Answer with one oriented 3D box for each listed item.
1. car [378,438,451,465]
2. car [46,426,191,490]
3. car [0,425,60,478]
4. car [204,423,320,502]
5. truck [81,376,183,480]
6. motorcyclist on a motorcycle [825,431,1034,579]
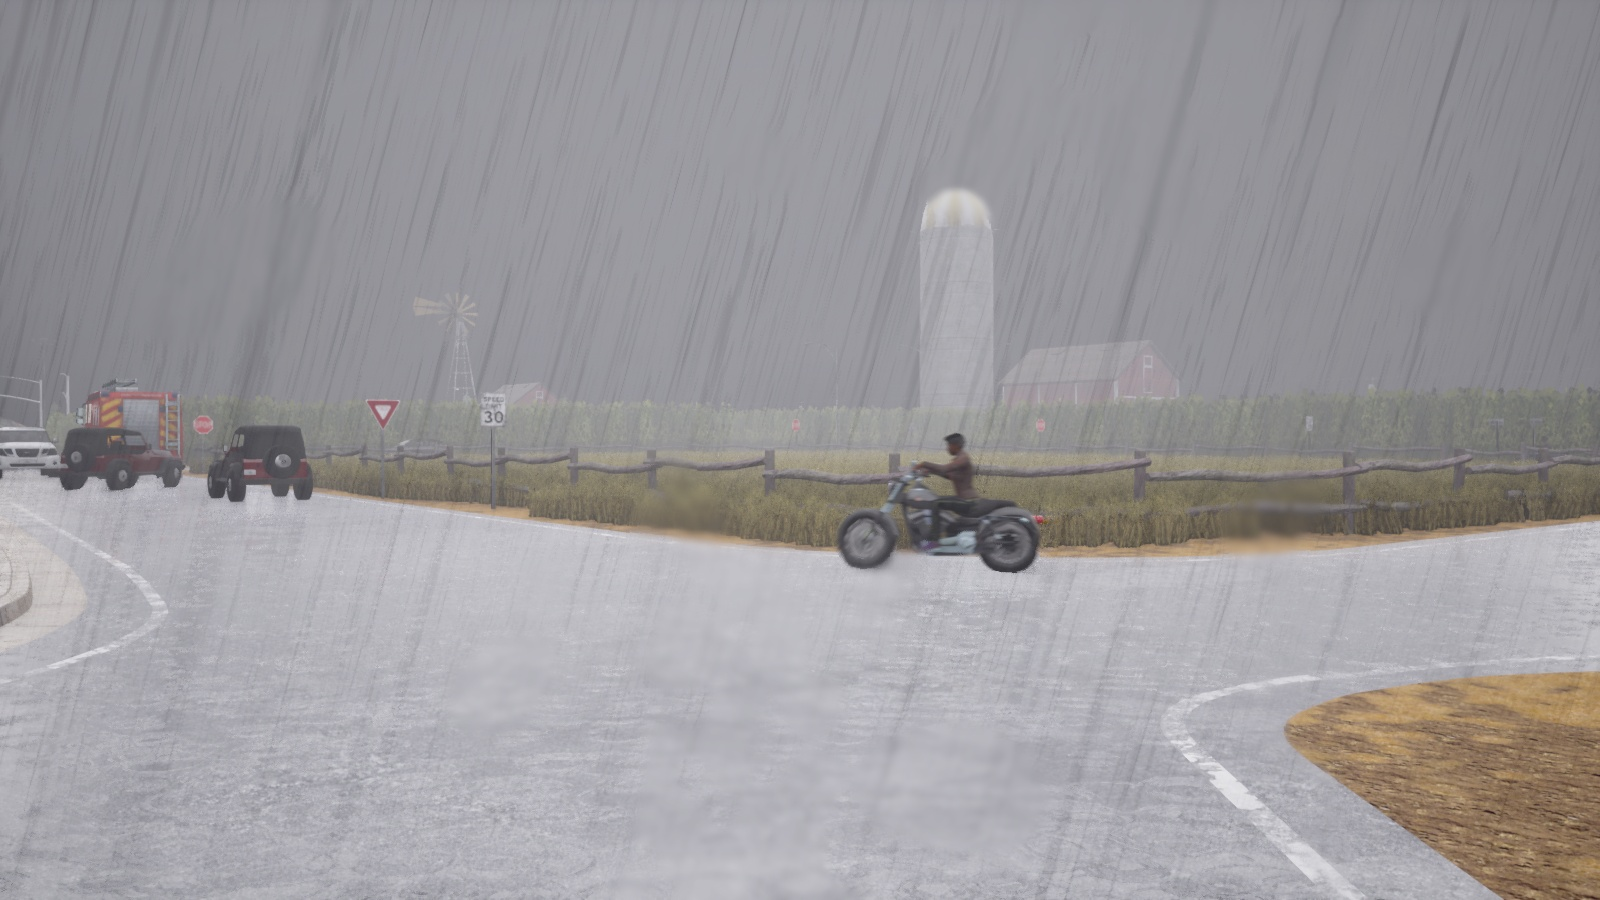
[{"bbox_3d":[-22.485,0.071,73.237,3.705,1.549,1.789,-1,1,-35],"label":"car"},{"bbox_3d":[-20.942,0.217,38.763,1.905,1.878,3.866,0,0,11],"label":"car"},{"bbox_3d":[-31.567,0.020,50.960,2.150,2.045,5.566,0,1,-35],"label":"car"},{"bbox_3d":[-13.730,0.287,31.950,1.905,1.878,3.866,0,1,-36],"label":"car"},{"bbox_3d":[-27.154,-0.860,50.868,2.891,3.827,8.468,0,1,-33],"label":"truck"},{"bbox_3d":[1.503,0.613,14.516,2.350,1.649,0.766,0,-1,9],"label":"motorcyclist on a motorcycle"}]
